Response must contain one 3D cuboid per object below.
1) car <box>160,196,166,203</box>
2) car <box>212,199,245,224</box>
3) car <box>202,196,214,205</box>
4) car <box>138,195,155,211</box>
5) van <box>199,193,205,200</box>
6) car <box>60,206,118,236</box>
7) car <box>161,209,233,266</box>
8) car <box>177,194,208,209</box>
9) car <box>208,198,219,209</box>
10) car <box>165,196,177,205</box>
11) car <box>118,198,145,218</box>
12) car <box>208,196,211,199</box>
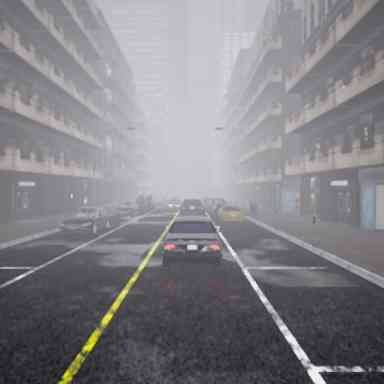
[{"bbox_3d":[-5.695,1.448,68.499,2.008,1.369,4.403,-1,0,0],"label":"car"},{"bbox_3d":[2.682,1.488,23.824,1.752,1.417,4.829,-1,0,0],"label":"car"},{"bbox_3d":[2.684,1.479,57.266,1.947,1.339,4.313,-1,0,0],"label":"car"},{"bbox_3d":[-5.700,1.253,40.489,2.192,1.841,5.009,-1,0,0],"label":"car"},{"bbox_3d":[2.683,1.208,90.878,1.690,1.788,3.998,-1,0,0],"label":"van"},{"bbox_3d":[-5.698,1.522,18.082,2.008,1.369,4.403,-1,0,0],"label":"car"},{"bbox_3d":[0.028,1.530,11.421,2.033,1.411,5.357,0,0,1],"label":"car"},{"bbox_3d":[0.048,1.307,28.493,2.097,1.767,4.553,0,0,0],"label":"car"},{"bbox_3d":[2.682,1.520,29.256,1.947,1.339,4.313,-1,0,0],"label":"car"},{"bbox_3d":[-3.054,1.475,58.317,1.994,1.385,4.181,0,0,0],"label":"car"},{"bbox_3d":[-5.698,1.505,29.285,2.008,1.369,4.403,-1,0,0],"label":"car"},{"bbox_3d":[2.681,1.386,34.858,1.967,1.590,4.097,-1,0,0],"label":"car"}]
